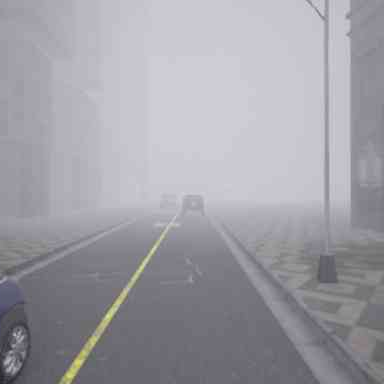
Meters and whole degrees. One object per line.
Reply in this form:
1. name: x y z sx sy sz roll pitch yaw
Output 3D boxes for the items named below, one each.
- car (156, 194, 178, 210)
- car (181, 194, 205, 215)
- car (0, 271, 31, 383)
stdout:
1. car: -3.071 1.255 44.158 2.150 2.045 5.566 0 0 0
2. car: 0.109 1.238 34.155 2.150 2.045 5.566 0 0 0
3. car: -3.099 1.353 2.315 2.097 1.767 4.553 0 0 0
